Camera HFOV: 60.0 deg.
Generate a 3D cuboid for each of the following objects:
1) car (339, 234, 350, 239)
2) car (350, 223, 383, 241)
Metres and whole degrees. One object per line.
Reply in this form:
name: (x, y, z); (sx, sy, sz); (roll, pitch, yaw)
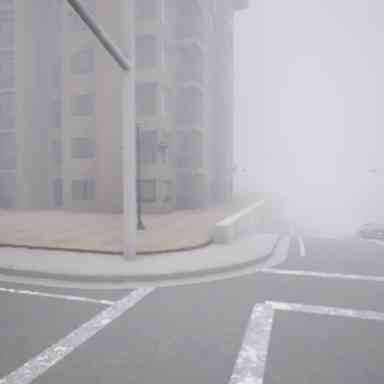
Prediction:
car: (16.012, 4.867, 33.567); (1.895, 1.301, 4.718); (0, -11, 17)
car: (13.088, 2.952, 24.076); (1.994, 1.385, 4.181); (0, -10, 17)
